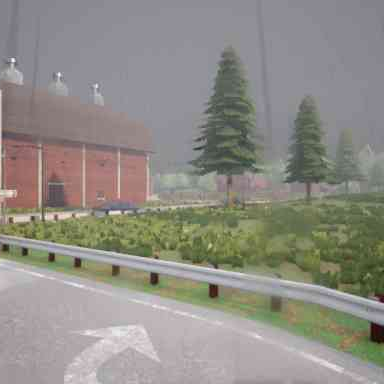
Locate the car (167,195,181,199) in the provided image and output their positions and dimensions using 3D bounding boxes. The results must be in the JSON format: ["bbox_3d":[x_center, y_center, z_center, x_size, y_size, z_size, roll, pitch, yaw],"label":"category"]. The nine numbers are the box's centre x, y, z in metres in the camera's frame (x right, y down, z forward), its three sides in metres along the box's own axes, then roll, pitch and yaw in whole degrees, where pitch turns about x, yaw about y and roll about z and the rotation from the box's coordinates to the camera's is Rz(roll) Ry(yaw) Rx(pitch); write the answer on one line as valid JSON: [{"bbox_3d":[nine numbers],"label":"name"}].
[{"bbox_3d":[-4.720,1.557,86.057,1.816,1.474,4.193,0,0,36],"label":"car"}]

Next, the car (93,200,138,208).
[{"bbox_3d":[-8.122,1.587,35.791,2.033,1.411,5.357,0,0,37],"label":"car"}]

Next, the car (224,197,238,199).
[{"bbox_3d":[6.166,1.546,54.798,1.837,1.490,4.892,0,-1,37],"label":"car"}]
